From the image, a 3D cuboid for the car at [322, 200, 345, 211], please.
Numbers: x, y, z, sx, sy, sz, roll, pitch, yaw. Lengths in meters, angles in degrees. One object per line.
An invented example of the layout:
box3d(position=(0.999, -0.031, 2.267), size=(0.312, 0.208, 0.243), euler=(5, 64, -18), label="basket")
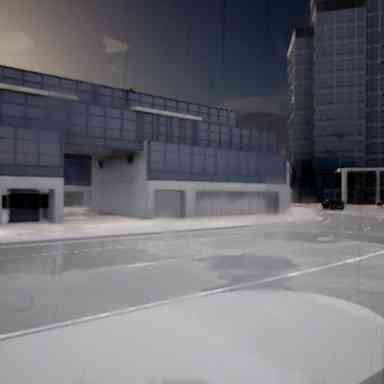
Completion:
box3d(position=(19.345, 1.827, 45.735), size=(1.837, 1.490, 4.892), euler=(2, -1, 4), label="car")
